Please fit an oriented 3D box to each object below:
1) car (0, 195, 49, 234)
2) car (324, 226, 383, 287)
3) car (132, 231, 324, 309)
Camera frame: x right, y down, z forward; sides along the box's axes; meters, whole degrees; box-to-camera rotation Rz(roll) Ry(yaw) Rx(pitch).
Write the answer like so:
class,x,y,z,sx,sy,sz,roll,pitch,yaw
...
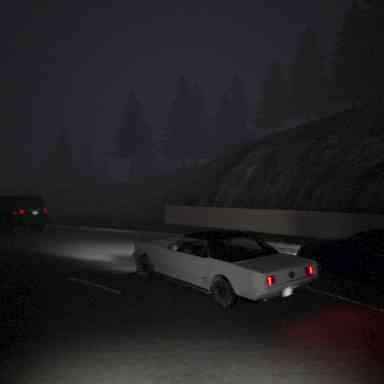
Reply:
class,x,y,z,sx,sy,sz,roll,pitch,yaw
car,-10.780,1.221,19.379,5.566,2.045,2.150,0,0,31
car,4.620,1.526,7.755,1.812,1.442,4.674,1,0,-29
car,0.420,1.601,8.031,1.895,1.301,4.718,0,0,-39
